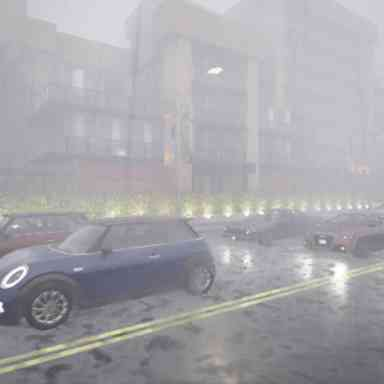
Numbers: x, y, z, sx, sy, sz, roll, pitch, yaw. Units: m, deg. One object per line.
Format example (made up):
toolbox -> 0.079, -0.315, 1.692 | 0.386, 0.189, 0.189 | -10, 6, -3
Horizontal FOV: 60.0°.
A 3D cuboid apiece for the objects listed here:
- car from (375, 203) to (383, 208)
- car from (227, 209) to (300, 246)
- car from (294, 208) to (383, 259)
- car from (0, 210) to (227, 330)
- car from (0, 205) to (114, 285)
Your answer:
car -> 12.993, 1.394, 21.376 | 4.674, 1.442, 1.812 | 0, 0, -34
car -> 3.902, 1.480, 15.178 | 5.357, 1.411, 2.033 | 0, 0, -34
car -> 6.070, 1.495, 12.419 | 4.181, 1.385, 1.994 | 0, 0, -35
car -> -1.735, 1.337, 7.021 | 4.553, 1.767, 2.097 | -1, 0, -35
car -> -4.738, 1.344, 9.200 | 4.553, 1.767, 2.097 | -1, 0, -35
